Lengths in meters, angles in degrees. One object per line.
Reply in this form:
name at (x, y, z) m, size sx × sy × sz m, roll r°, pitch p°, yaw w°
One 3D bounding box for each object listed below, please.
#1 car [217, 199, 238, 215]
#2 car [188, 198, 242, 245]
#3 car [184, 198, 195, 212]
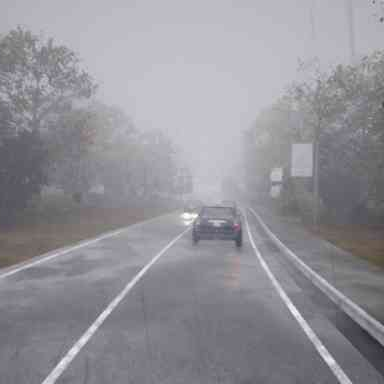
car at (3.881, 1.508, 35.659) m, size 2.033 × 1.411 × 5.357 m, roll 1°, pitch 0°, yaw 7°
car at (1.245, 1.338, 15.637) m, size 2.097 × 1.767 × 4.553 m, roll 1°, pitch 0°, yaw 6°
car at (0.250, 1.400, 36.696) m, size 2.128 × 1.511 × 4.902 m, roll 1°, pitch 0°, yaw 7°
